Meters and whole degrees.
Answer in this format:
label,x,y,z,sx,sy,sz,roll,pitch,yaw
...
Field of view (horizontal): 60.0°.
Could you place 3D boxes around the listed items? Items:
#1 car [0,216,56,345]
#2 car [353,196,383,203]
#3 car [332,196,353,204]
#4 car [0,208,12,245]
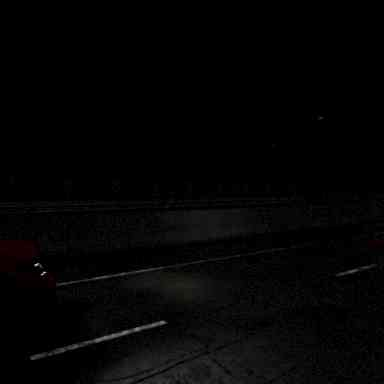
label,x,y,z,sx,sy,sz,roll,pitch,yaw
car,-4.913,1.235,4.541,5.566,2.045,2.150,-1,0,-36
car,22.713,1.306,41.704,4.892,1.490,1.837,0,0,-35
car,20.668,1.306,44.542,4.892,1.490,1.837,0,0,-35
car,-10.362,1.510,13.798,4.892,1.490,1.837,0,0,-36
